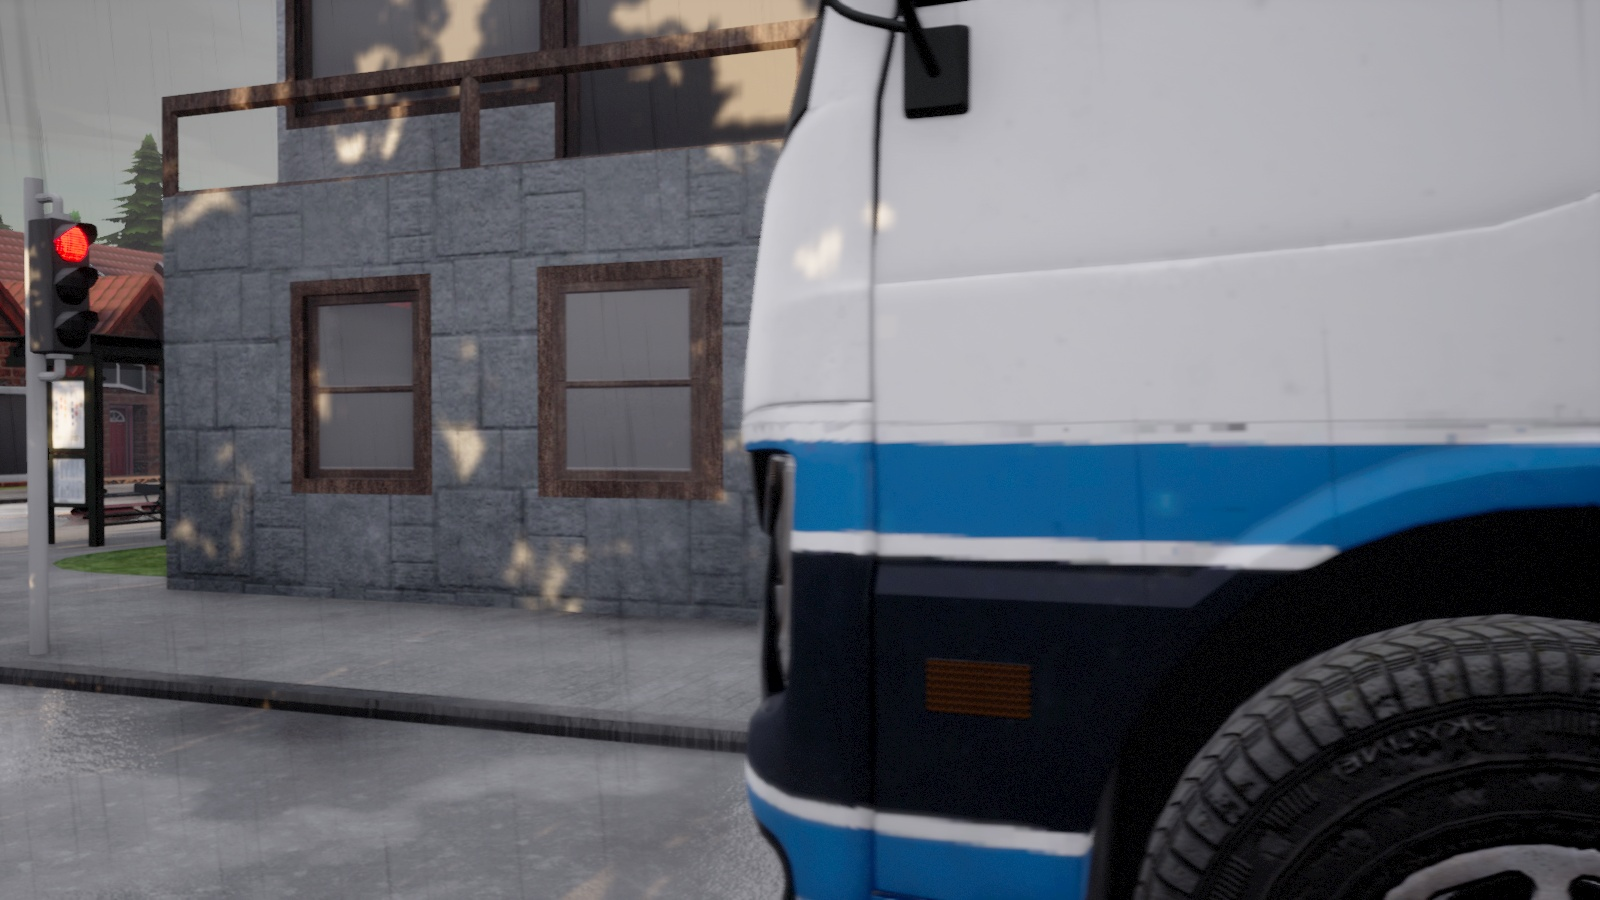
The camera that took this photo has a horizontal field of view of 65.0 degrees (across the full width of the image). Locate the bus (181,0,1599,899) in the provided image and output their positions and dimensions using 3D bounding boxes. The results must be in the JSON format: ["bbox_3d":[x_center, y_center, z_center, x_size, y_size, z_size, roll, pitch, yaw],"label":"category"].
[{"bbox_3d":[4.458,-0.563,2.166,10.273,4.253,3.944,1,1,20],"label":"bus"}]
